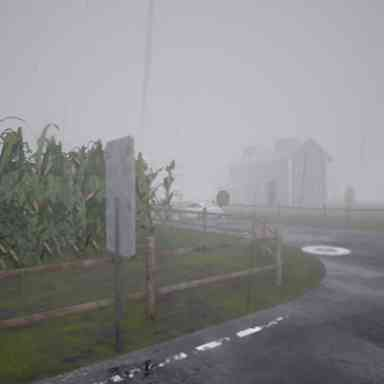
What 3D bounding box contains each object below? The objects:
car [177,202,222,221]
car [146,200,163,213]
[{"bbox_3d":[0.599,1.533,27.351,1.812,1.442,4.674,0,0,-34],"label":"car"},{"bbox_3d":[-5.094,1.564,35.543,2.033,1.411,5.357,0,0,-35],"label":"car"}]
